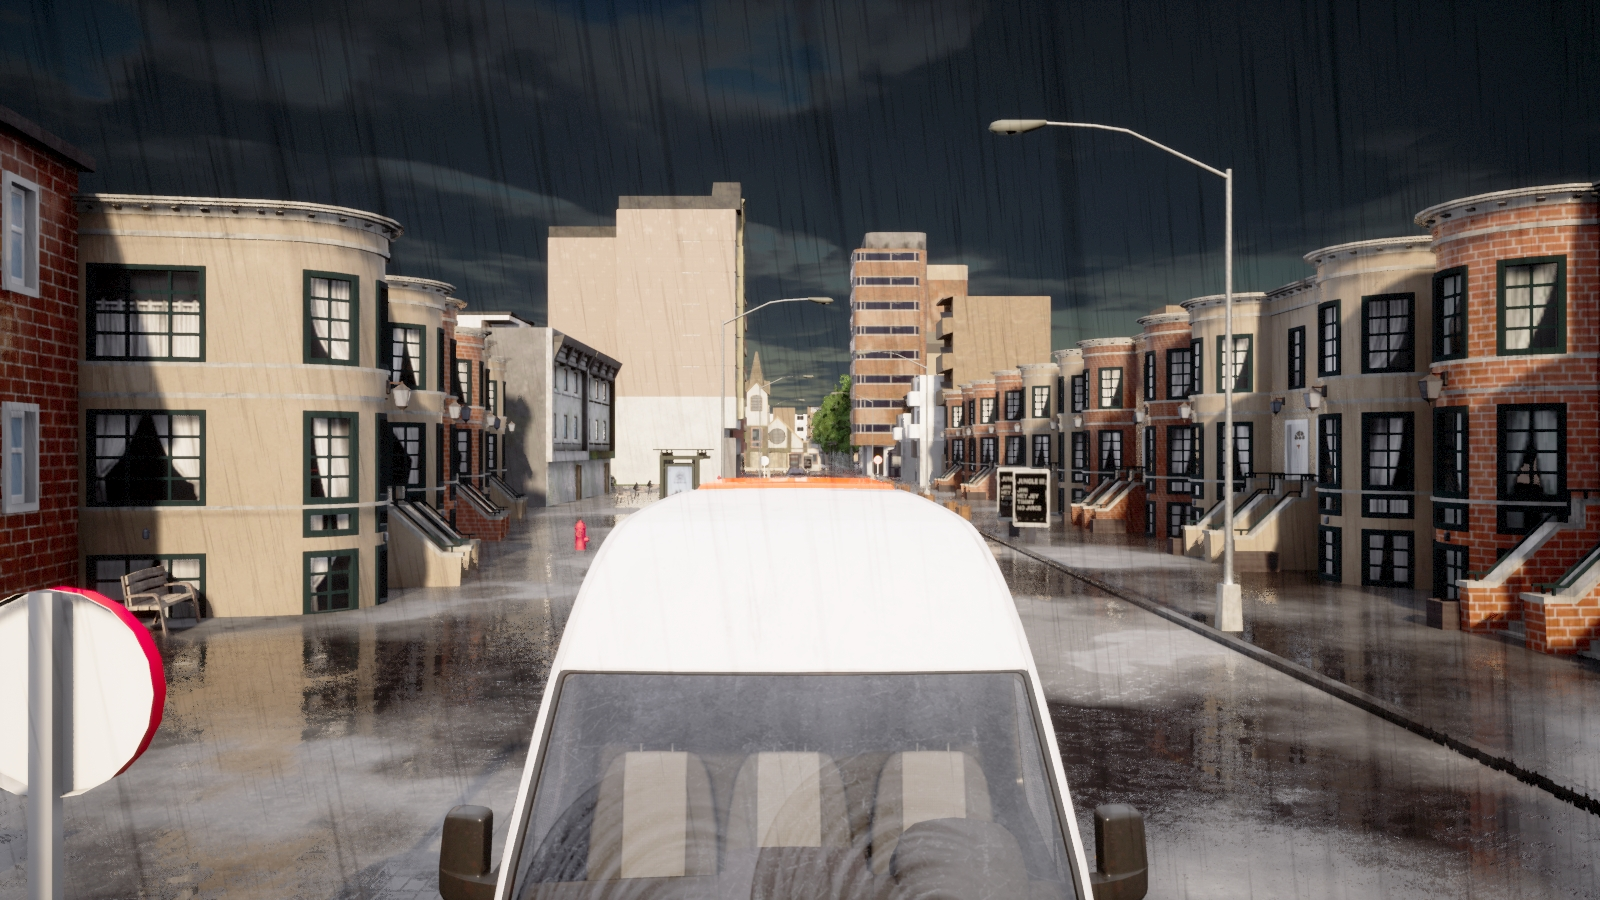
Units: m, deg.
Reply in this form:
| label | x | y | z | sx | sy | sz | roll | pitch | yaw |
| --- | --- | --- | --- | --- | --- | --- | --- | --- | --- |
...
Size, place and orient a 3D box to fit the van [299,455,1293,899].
| label | x | y | z | sx | sy | sz | roll | pitch | yaw |
| --- | --- | --- | --- | --- | --- | --- | --- | --- | --- |
| van | -0.019 | 1.314 | 5.243 | 1.988 | 2.561 | 5.915 | 0 | 0 | 0 |
